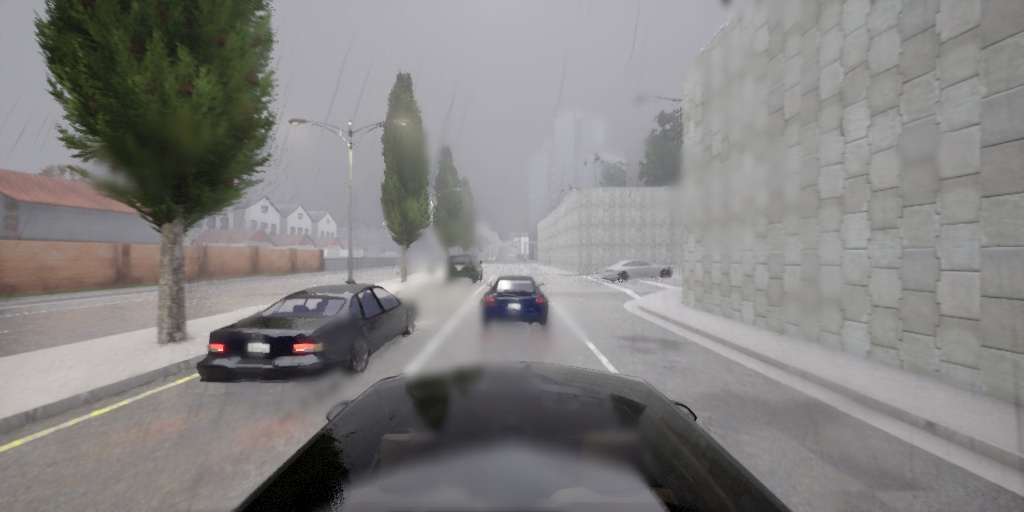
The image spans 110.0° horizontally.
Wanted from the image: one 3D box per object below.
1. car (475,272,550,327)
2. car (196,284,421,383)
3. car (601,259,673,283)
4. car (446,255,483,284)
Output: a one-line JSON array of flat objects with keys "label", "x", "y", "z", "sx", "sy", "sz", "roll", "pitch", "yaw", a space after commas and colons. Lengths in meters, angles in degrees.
[{"label": "car", "x": 0.107, "y": 1.305, "z": 11.495, "sx": 1.994, "sy": 1.385, "sz": 4.181, "roll": 0, "pitch": 0, "yaw": 0}, {"label": "car", "x": -3.416, "y": 1.293, "z": 7.365, "sx": 2.033, "sy": 1.411, "sz": 5.357, "roll": 0, "pitch": 0, "yaw": 0}, {"label": "car", "x": 8.241, "y": 0.922, "z": 23.776, "sx": 4.674, "sy": 1.442, "sz": 1.812, "roll": -5, "pitch": -1, "yaw": -4}, {"label": "car", "x": -3.429, "y": 0.930, "z": 26.415, "sx": 2.150, "sy": 2.045, "sz": 5.566, "roll": -1, "pitch": 0, "yaw": 0}]
